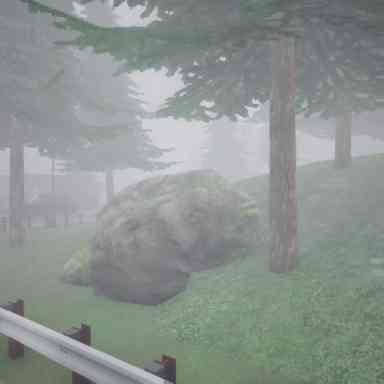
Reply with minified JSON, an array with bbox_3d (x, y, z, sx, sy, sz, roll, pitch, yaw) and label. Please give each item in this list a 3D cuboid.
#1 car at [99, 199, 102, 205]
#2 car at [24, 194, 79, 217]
[{"bbox_3d":[-17.856,1.473,58.432,5.008,1.535,1.882,0,0,36],"label":"car"},{"bbox_3d":[-12.241,1.204,28.048,2.150,2.045,5.566,0,0,36],"label":"car"}]
